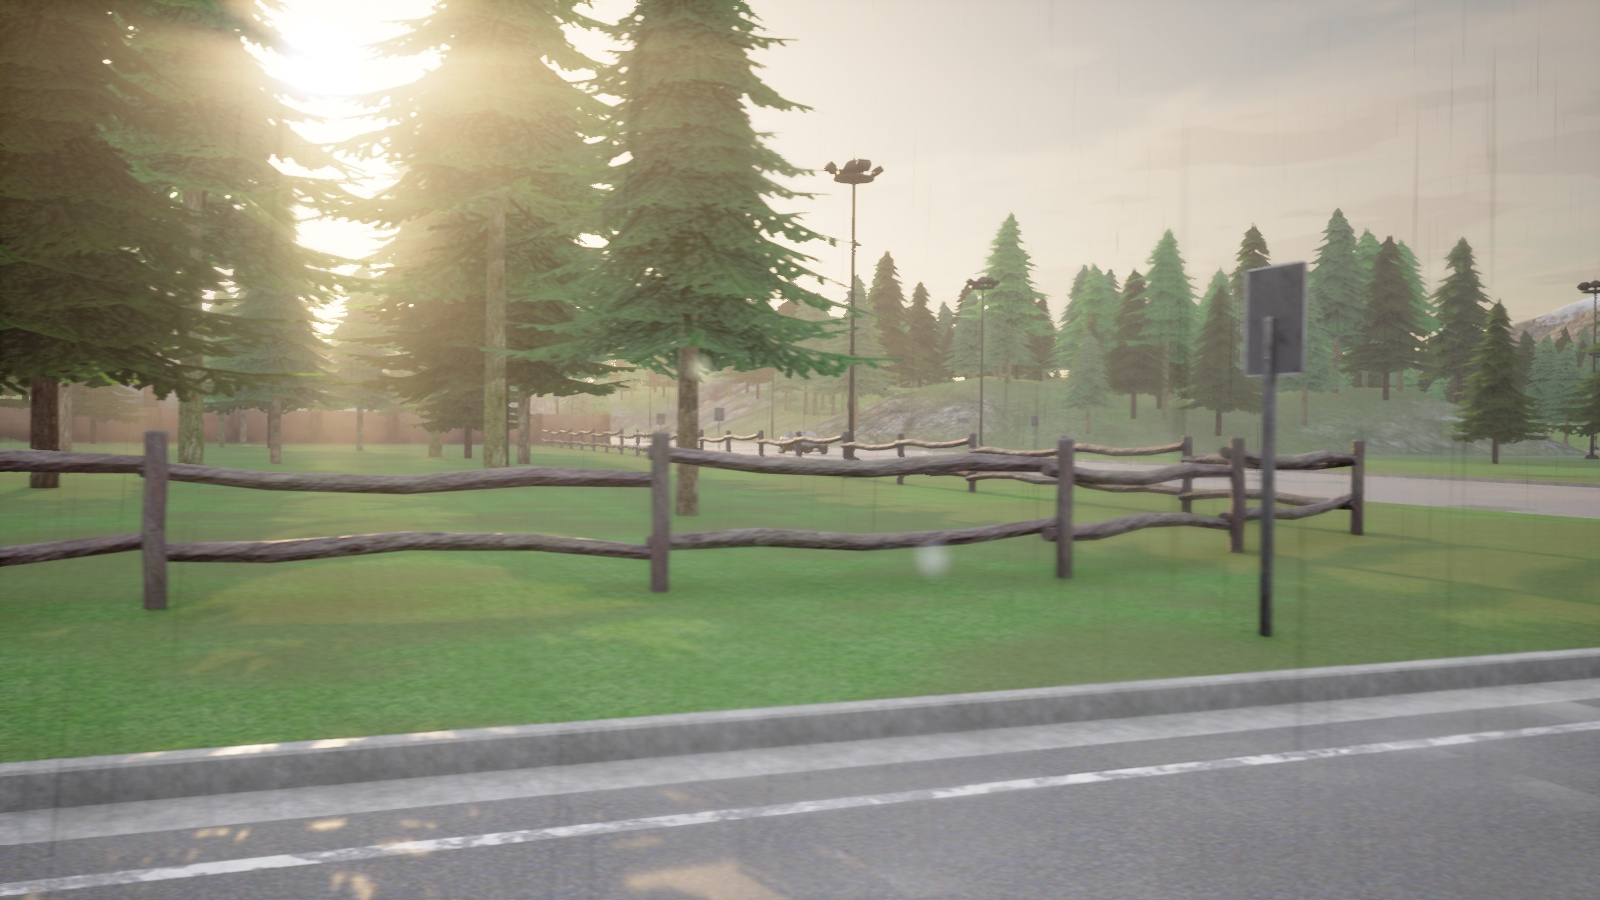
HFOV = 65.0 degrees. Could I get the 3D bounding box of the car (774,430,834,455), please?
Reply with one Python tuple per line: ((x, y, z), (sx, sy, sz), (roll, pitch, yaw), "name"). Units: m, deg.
((0.209, -0.466, 77.878), (2.163, 1.488, 4.792), (-1, 1, -20), "car")
